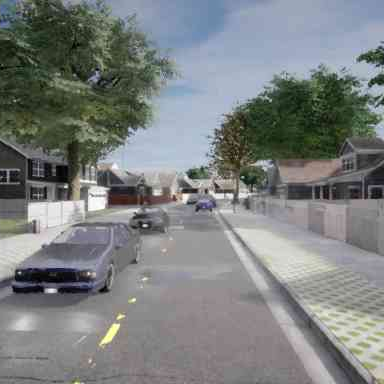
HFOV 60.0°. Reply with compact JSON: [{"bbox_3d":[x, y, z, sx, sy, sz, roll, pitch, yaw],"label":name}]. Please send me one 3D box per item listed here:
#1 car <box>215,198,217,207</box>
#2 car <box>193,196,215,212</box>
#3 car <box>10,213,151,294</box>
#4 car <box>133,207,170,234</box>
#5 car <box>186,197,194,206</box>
[{"bbox_3d":[2.502,1.332,49.015,2.097,1.767,4.553,0,0,7],"label":"car"},{"bbox_3d":[1.472,1.516,39.251,1.812,1.442,4.674,0,0,4],"label":"car"},{"bbox_3d":[-2.661,1.549,9.187,2.033,1.411,5.357,0,0,2],"label":"car"},{"bbox_3d":[-2.389,1.564,19.155,1.994,1.385,4.181,0,0,1],"label":"car"},{"bbox_3d":[0.237,1.541,54.170,1.994,1.385,4.181,0,0,9],"label":"car"}]
